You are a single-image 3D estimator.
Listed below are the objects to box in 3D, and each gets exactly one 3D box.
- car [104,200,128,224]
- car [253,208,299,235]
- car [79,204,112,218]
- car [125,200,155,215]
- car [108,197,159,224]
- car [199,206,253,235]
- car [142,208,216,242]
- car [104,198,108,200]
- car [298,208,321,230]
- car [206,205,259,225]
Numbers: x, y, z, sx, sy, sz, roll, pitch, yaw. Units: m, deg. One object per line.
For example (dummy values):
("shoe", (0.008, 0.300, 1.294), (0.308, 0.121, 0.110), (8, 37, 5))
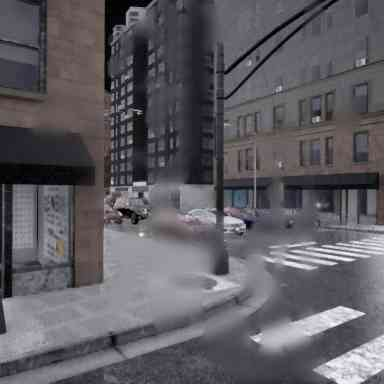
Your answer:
("car", (-6.988, 1.670, 26.160), (1.967, 1.590, 4.097), (0, 0, -35))
("car", (3.833, 1.744, 20.157), (1.895, 1.301, 4.718), (0, -1, -31))
("car", (-10.356, 1.939, 35.487), (1.895, 1.301, 4.718), (0, -1, -35))
("car", (-6.357, 1.821, 40.127), (1.967, 1.590, 4.097), (0, 0, -35))
("car", (-4.611, 1.459, 27.262), (2.150, 2.045, 5.566), (0, -1, -35))
("car", (1.071, 1.663, 19.126), (1.812, 1.442, 4.674), (0, -1, -34))
("car", (-0.645, 1.701, 17.098), (1.802, 1.307, 4.206), (0, 0, -35))
("car", (-12.699, 1.809, 49.187), (2.192, 1.841, 5.009), (0, 0, -35))
("car", (6.325, 1.709, 22.007), (2.008, 1.369, 4.403), (0, 0, -35))
("car", (3.155, 1.795, 26.537), (1.802, 1.307, 4.206), (0, 0, -35))
